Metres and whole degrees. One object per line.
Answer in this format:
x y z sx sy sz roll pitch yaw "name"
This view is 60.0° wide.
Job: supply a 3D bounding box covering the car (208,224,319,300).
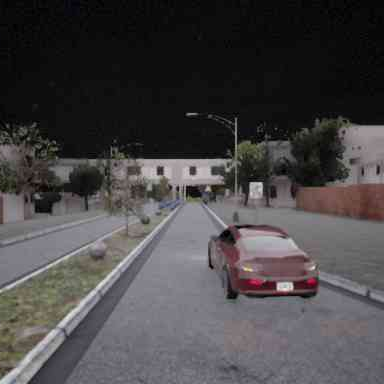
1.506 1.529 8.294 1.812 1.442 4.674 0 0 -4 "car"
